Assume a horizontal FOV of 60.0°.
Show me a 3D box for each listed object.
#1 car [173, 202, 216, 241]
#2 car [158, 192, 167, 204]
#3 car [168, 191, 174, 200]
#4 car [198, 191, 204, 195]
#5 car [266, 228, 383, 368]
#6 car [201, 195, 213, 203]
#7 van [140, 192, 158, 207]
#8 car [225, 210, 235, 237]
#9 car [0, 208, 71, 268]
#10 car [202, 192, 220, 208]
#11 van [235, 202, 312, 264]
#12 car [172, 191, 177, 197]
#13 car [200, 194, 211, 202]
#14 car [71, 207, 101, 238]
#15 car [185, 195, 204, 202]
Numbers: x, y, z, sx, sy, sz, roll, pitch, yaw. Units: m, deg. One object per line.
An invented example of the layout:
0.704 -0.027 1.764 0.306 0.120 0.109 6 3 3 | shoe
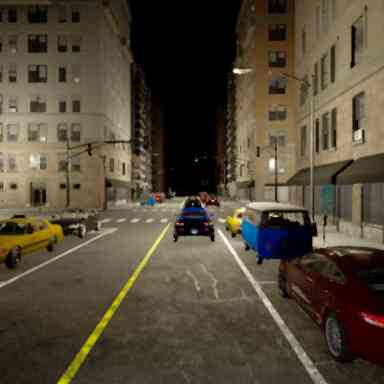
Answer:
0.094 1.439 15.968 1.812 1.442 4.674 0 0 0 | car
-5.866 1.001 55.239 2.192 1.841 5.009 0 0 0 | car
-5.869 1.075 77.584 1.887 1.381 4.507 0 0 0 | car
2.660 1.000 55.255 2.192 1.841 5.009 0 0 0 | car
2.668 1.553 5.552 1.802 1.307 4.206 0 0 0 | car
2.659 1.215 60.841 1.947 1.339 4.313 0 0 0 | car
-5.864 1.095 44.066 1.690 1.788 3.998 0 0 0 | van
2.666 1.432 17.062 1.752 1.417 4.829 0 0 0 | car
-5.859 1.467 11.035 1.752 1.417 4.829 0 0 0 | car
2.662 1.193 44.086 1.967 1.590 4.097 0 0 0 | car
2.667 1.281 11.221 1.690 1.788 3.998 0 0 0 | van
-5.872 1.012 88.757 1.947 1.339 4.313 0 0 0 | car
2.658 1.161 66.427 2.008 1.369 4.403 0 0 0 | car
-5.859 1.460 16.872 2.008 1.369 4.403 0 0 0 | car
0.094 1.343 39.540 1.994 1.385 4.181 0 0 0 | car
